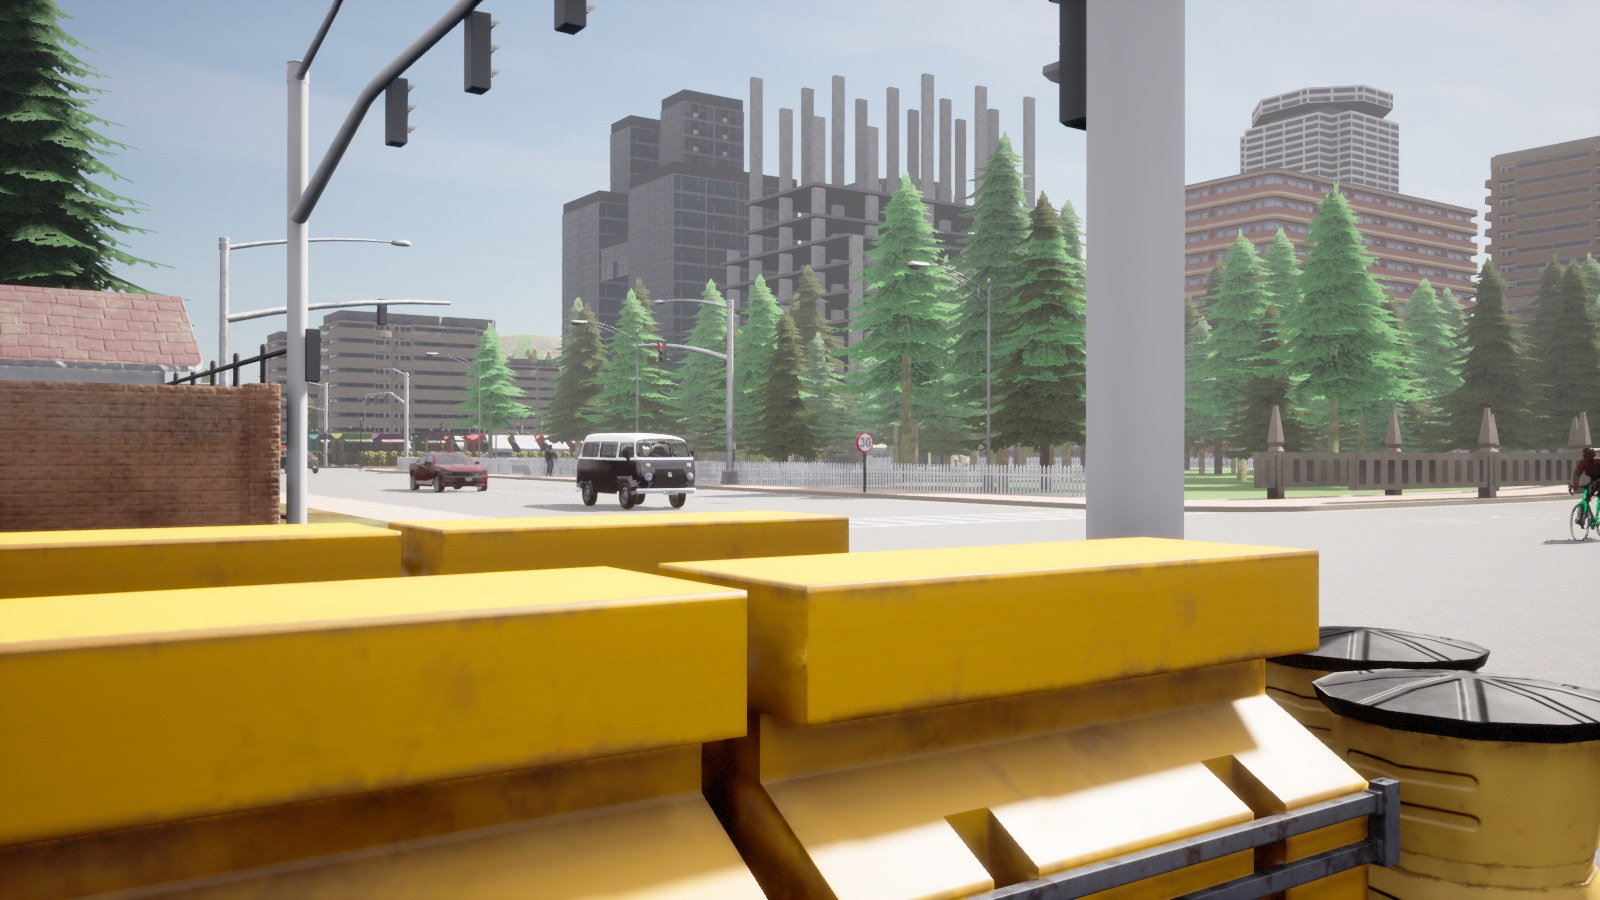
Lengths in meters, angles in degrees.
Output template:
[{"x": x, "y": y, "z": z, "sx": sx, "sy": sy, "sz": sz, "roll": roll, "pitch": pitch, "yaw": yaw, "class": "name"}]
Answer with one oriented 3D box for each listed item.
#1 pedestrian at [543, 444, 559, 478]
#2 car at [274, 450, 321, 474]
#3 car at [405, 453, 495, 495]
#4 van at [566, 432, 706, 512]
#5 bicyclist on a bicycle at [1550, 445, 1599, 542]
[{"x": -13.596, "y": 0.600, "z": 68.501, "sx": 0.563, "sy": 1.883, "sz": 0.849, "roll": 0, "pitch": 0, "yaw": -33, "class": "pedestrian"}, {"x": -35.247, "y": 0.813, "z": 88.001, "sx": 2.152, "sy": 1.651, "sz": 5.027, "roll": 0, "pitch": 0, "yaw": -33, "class": "car"}, {"x": -13.459, "y": 0.869, "z": 48.110, "sx": 1.882, "sy": 1.535, "sz": 5.008, "roll": 0, "pitch": 0, "yaw": -33, "class": "car"}, {"x": -4.568, "y": 0.562, "z": 34.452, "sx": 2.069, "sy": 2.038, "sz": 4.480, "roll": 0, "pitch": 0, "yaw": -33, "class": "van"}, {"x": 13.666, "y": 0.722, "z": 21.697, "sx": 1.656, "sy": 1.620, "sz": 0.582, "roll": 0, "pitch": 0, "yaw": -35, "class": "bicyclist on a bicycle"}]
